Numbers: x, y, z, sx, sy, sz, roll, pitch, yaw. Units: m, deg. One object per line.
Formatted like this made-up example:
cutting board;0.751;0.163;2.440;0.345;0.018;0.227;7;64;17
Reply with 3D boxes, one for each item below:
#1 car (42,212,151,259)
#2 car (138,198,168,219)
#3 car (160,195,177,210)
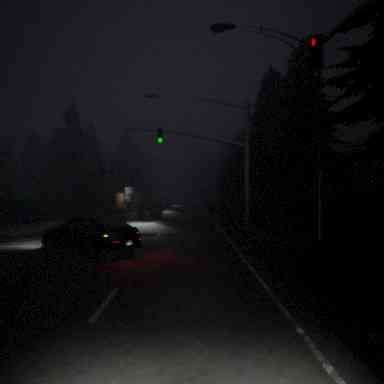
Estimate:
car;-3.971;1.604;12.977;4.674;1.442;1.812;0;-1;39
car;-3.596;1.510;29.320;2.128;1.511;4.902;0;0;0
car;-3.585;1.521;44.038;2.128;1.511;4.902;0;0;0
